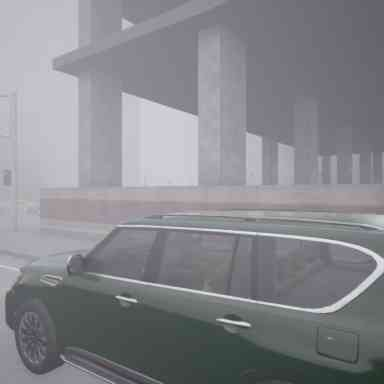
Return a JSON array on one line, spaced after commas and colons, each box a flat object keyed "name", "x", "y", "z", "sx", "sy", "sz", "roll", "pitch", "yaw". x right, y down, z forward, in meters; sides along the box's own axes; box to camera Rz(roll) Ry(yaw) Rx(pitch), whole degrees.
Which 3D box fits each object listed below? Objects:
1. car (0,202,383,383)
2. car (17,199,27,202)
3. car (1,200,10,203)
[{"name": "car", "x": 0.066, "y": 1.221, "z": 3.937, "sx": 5.566, "sy": 2.045, "sz": 2.150, "roll": 0, "pitch": 0, "yaw": 36}, {"name": "car", "x": -14.331, "y": 1.546, "z": 33.461, "sx": 2.128, "sy": 1.511, "sz": 4.902, "roll": 0, "pitch": 0, "yaw": 36}, {"name": "car", "x": -18.380, "y": 1.533, "z": 33.815, "sx": 1.882, "sy": 1.535, "sz": 5.008, "roll": 0, "pitch": 0, "yaw": 36}]
